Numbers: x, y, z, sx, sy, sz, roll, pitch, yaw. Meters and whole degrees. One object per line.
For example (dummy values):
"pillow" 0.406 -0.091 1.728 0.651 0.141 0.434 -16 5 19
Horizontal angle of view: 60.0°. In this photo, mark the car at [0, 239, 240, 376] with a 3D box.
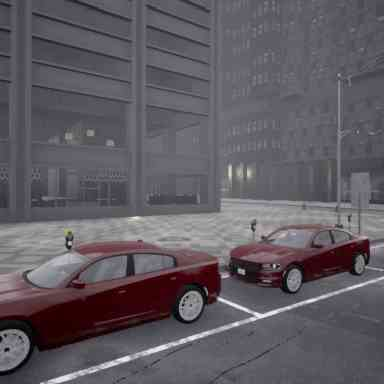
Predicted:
"car" -1.550 1.545 5.565 4.507 1.381 1.887 0 0 -36

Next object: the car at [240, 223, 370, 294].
"car" 2.937 1.545 8.789 4.507 1.381 1.887 0 0 -36
